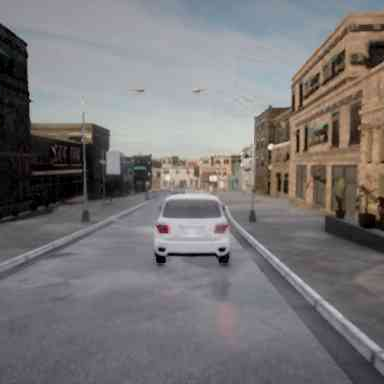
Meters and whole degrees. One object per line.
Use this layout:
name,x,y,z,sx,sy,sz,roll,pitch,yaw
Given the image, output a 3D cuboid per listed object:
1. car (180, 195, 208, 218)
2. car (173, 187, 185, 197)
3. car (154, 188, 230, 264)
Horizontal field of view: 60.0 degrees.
car,0.270,1.038,26.264,2.033,1.411,5.357,0,1,3
car,-2.498,-0.021,63.929,2.097,1.767,4.553,0,1,1
car,0.013,1.054,11.362,2.150,2.045,5.566,0,2,0
